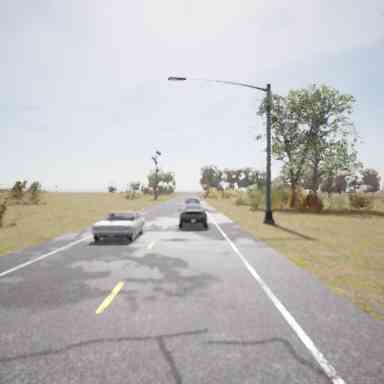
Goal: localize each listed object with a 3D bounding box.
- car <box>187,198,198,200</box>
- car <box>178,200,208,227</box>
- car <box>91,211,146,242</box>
[{"bbox_3d":[0.069,1.473,41.596,2.097,1.767,4.553,0,0,0],"label":"car"},{"bbox_3d":[0.082,1.576,23.343,1.837,1.490,4.892,0,0,0],"label":"car"},{"bbox_3d":[-3.613,1.653,17.010,1.895,1.301,4.718,0,0,0],"label":"car"}]
